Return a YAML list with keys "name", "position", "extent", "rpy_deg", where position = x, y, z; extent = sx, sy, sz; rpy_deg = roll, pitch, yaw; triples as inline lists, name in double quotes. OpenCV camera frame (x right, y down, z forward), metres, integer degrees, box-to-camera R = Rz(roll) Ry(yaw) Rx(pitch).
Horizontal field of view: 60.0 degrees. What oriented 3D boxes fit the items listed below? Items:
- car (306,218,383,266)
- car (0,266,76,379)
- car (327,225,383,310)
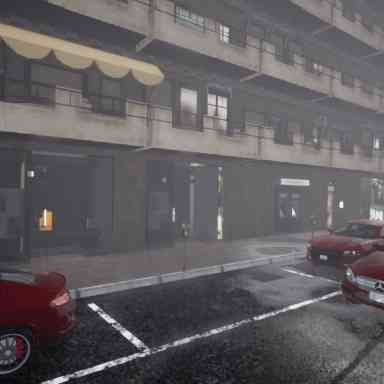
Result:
- name: "car"
  position: [5.436, 1.548, 10.401]
  extent: [4.507, 1.381, 1.887]
  rpy_deg: [0, 1, -35]
- name: "car"
  position: [-3.607, 1.582, 3.973]
  extent: [4.206, 1.307, 1.802]
  rpy_deg: [0, 1, -35]
- name: "car"
  position: [5.063, 1.528, 6.975]
  extent: [4.674, 1.442, 1.812]
  rpy_deg: [0, 0, -35]
